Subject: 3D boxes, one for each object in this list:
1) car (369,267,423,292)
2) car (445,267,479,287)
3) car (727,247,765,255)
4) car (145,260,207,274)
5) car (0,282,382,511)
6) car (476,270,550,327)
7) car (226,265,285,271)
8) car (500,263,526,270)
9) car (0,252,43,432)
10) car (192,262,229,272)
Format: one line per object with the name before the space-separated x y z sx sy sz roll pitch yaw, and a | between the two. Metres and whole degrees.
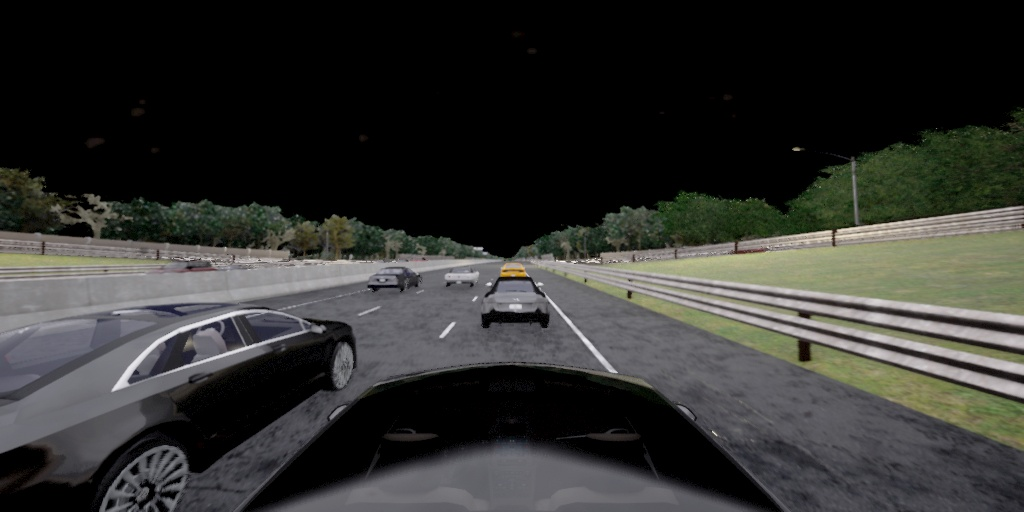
car | -6.909 1.346 21.616 2.033 1.411 5.357 0 0 0
car | -3.411 1.410 25.304 1.895 1.301 4.718 0 0 0
car | 29.530 -0.602 45.326 1.812 1.442 4.674 0 -4 -12
car | -24.608 1.165 26.815 2.097 1.767 4.553 0 0 0
car | -3.401 1.247 3.855 2.128 1.511 4.902 0 0 0
car | 0.095 1.338 11.653 1.994 1.385 4.181 0 0 0
car | -17.610 1.411 25.830 1.895 1.301 4.718 0 0 0
car | 0.087 1.298 28.686 1.882 1.535 5.008 0 0 0
car | -6.900 0.971 1.667 2.150 2.045 5.566 0 0 0
car | -21.108 1.378 27.080 1.994 1.385 4.181 0 0 0
